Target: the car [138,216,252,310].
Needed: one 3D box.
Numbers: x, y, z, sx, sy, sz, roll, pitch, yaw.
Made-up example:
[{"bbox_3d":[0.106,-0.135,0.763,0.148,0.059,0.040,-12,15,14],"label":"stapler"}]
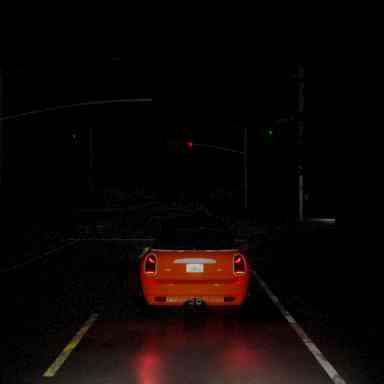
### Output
[{"bbox_3d":[0.058,1.352,7.954,2.097,1.767,4.553,0,0,0],"label":"car"}]
